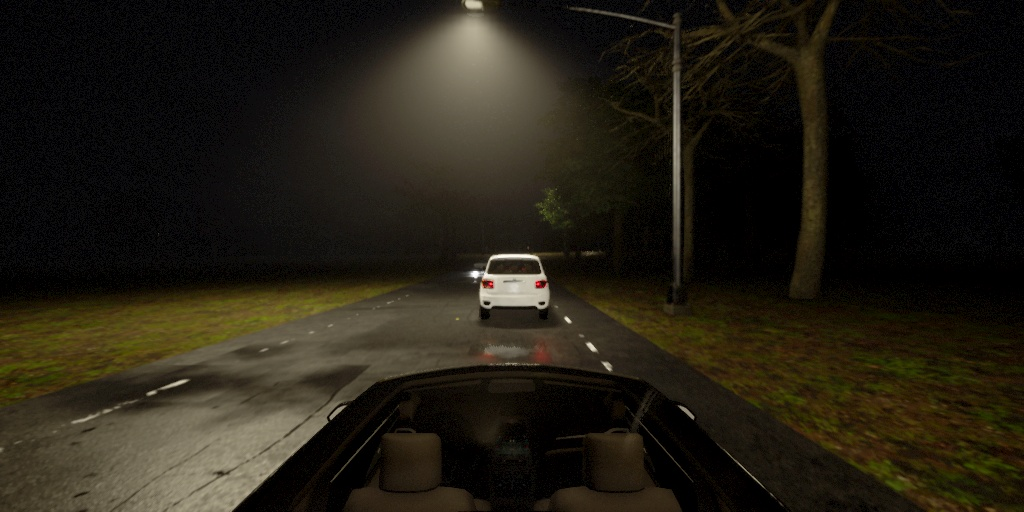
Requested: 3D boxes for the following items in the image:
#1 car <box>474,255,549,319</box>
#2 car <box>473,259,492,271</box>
[{"bbox_3d":[0.082,0.975,13.036,2.150,2.045,5.566,0,0,0],"label":"car"},{"bbox_3d":[-3.597,1.085,44.099,1.895,1.301,4.718,0,1,0],"label":"car"}]
